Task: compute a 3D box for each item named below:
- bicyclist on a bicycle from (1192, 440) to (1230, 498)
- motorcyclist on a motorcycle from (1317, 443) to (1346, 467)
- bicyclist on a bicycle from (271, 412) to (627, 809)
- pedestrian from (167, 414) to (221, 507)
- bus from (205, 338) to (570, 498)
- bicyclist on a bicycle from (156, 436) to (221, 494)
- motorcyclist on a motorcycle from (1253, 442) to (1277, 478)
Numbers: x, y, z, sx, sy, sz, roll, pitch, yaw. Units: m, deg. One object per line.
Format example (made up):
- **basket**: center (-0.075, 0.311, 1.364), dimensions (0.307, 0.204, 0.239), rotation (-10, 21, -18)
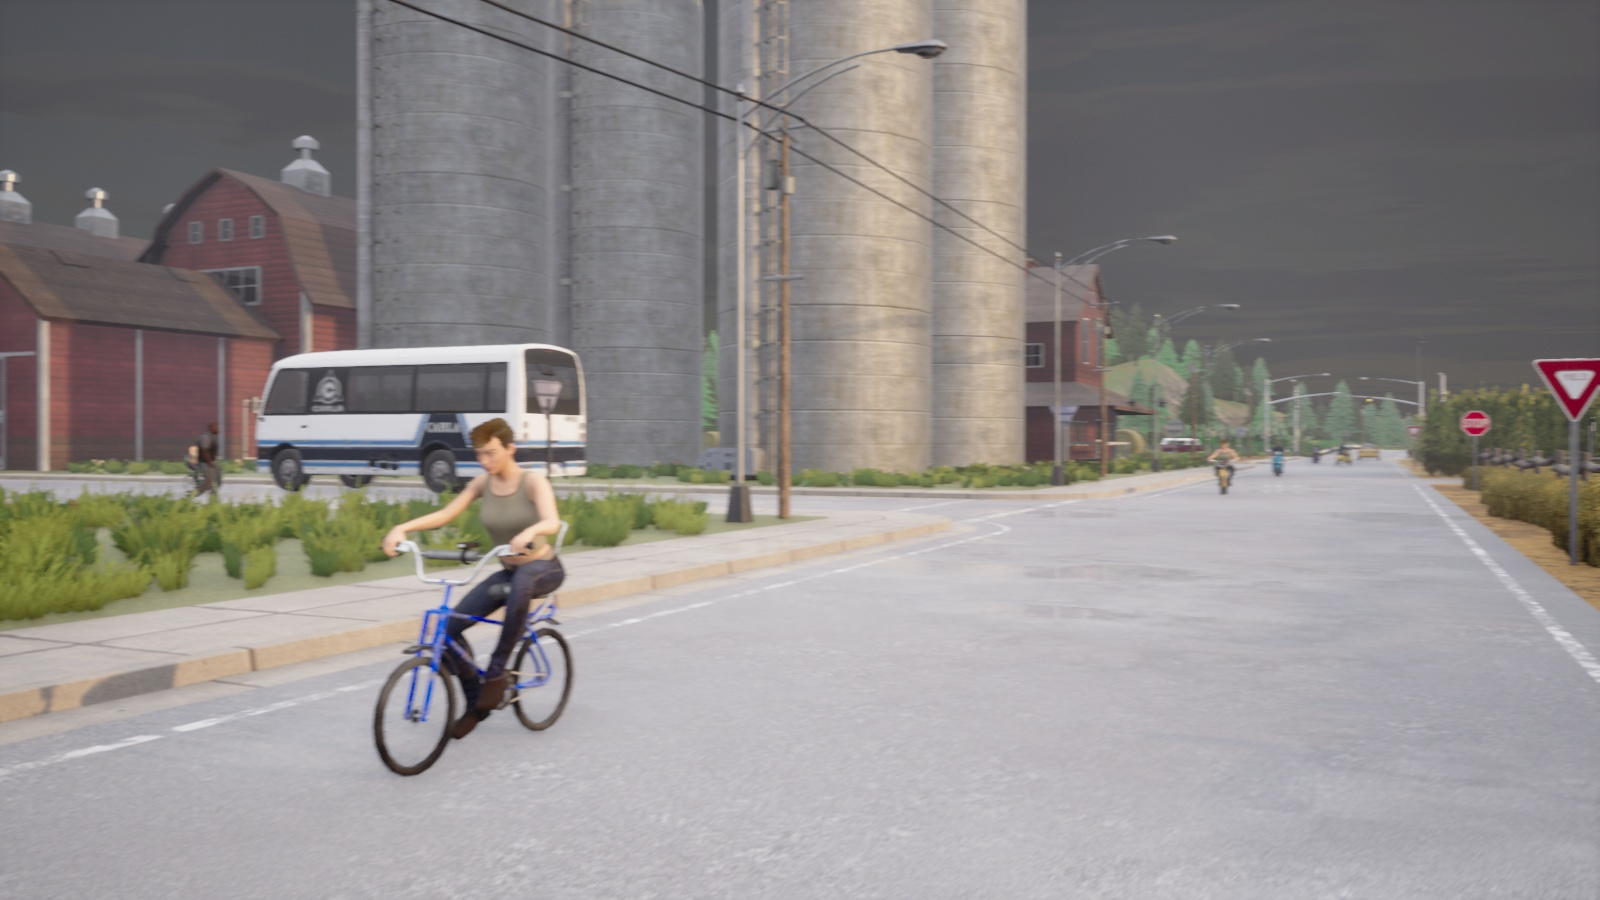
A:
- **bicyclist on a bicycle**: center (11.781, 0.518, 35.961), dimensions (0.866, 1.612, 1.509), rotation (0, 0, 24)
- **motorcyclist on a motorcycle**: center (36.244, 0.331, 85.640), dimensions (1.817, 1.590, 0.866), rotation (0, -2, -32)
- **bicyclist on a bicycle**: center (-1.593, 0.646, 5.961), dimensions (0.866, 1.612, 1.509), rotation (0, 0, 23)
- **pedestrian**: center (-12.381, 0.210, 25.673), dimensions (0.849, 1.883, 0.563), rotation (0, 0, -4)
- **bus**: center (-12.285, -0.890, 37.303), dimensions (10.273, 4.253, 3.944), rotation (0, 0, 23)
- **bicyclist on a bicycle**: center (-17.362, 0.414, 35.655), dimensions (1.509, 1.612, 0.866), rotation (0, 0, 23)
- **motorcyclist on a motorcycle**: center (20.965, 0.447, 56.584), dimensions (0.866, 1.590, 1.817), rotation (0, 0, 24)
